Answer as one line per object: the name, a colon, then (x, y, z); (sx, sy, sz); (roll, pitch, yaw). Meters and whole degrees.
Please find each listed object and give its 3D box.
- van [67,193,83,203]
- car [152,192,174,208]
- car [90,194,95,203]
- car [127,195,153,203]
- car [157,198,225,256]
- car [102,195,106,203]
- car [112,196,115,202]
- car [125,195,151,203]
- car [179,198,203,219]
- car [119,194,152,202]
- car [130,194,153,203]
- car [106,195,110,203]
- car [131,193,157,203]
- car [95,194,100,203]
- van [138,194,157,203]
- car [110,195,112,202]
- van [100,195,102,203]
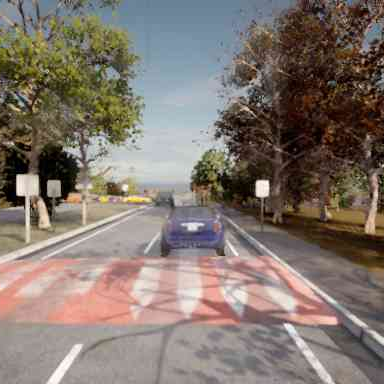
van: (-23.934, 1.205, 66.135); (4.442, 1.987, 1.878); (0, -1, 0)
car: (-3.602, 0.947, 43.835); (2.150, 2.045, 5.566); (0, 0, 0)
car: (-23.861, 1.244, 69.028); (5.566, 2.045, 2.435); (0, -1, 0)
car: (-10.758, 1.481, 68.874); (5.008, 1.535, 2.097); (0, -1, 0)
car: (0.010, 1.241, 12.622); (2.097, 1.767, 4.553); (0, -2, 0)
car: (-23.864, 1.671, 80.097); (4.553, 1.767, 2.185); (0, -2, 0)
car: (-23.937, 2.030, 88.402); (4.892, 1.521, 2.231); (0, -2, 0)
car: (-10.742, 1.421, 66.102); (4.892, 1.521, 2.231); (0, -1, 0)
car: (-0.080, 1.300, 28.298); (1.837, 1.490, 4.892); (0, 1, 0)
car: (-10.535, 1.363, 63.335); (5.366, 1.575, 1.946); (0, -1, 0)
car: (-10.799, 1.426, 71.653); (4.553, 1.767, 2.185); (0, -2, 0)
car: (-23.906, 1.870, 82.738); (5.008, 1.535, 2.097); (0, -2, 0)
car: (-10.755, 1.375, 74.427); (5.566, 2.045, 2.435); (0, -2, 0)
car: (-23.858, 1.643, 74.555); (4.892, 1.521, 2.231); (0, -2, 0)
van: (-10.948, 1.634, 82.751); (4.442, 1.987, 1.878); (0, -2, 0)
car: (-23.922, 1.951, 85.633); (5.008, 1.535, 2.097); (0, -2, 0)
van: (-23.997, 1.494, 77.331); (4.442, 1.987, 1.878); (0, -2, 0)
